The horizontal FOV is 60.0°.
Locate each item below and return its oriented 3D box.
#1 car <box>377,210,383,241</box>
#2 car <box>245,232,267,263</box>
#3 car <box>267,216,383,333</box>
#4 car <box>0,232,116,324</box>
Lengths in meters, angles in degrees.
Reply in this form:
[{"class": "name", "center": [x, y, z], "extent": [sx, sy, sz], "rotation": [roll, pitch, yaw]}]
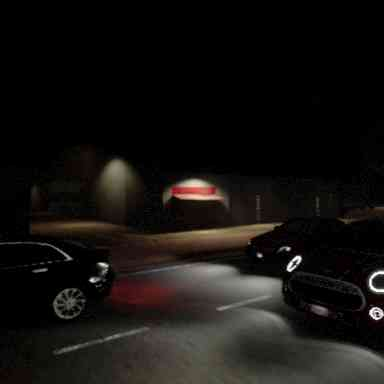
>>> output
[{"class": "car", "center": [11.508, 1.586, 16.415], "extent": [5.357, 1.411, 2.033], "rotation": [0, 0, -35]}, {"class": "car", "center": [3.843, 1.545, 10.911], "extent": [4.674, 1.442, 1.812], "rotation": [0, 0, -36]}, {"class": "car", "center": [3.937, 1.367, 6.788], "extent": [4.553, 1.767, 2.097], "rotation": [0, 0, -35]}, {"class": "car", "center": [-3.745, 1.506, 5.617], "extent": [4.892, 1.490, 1.837], "rotation": [0, 0, -35]}]
